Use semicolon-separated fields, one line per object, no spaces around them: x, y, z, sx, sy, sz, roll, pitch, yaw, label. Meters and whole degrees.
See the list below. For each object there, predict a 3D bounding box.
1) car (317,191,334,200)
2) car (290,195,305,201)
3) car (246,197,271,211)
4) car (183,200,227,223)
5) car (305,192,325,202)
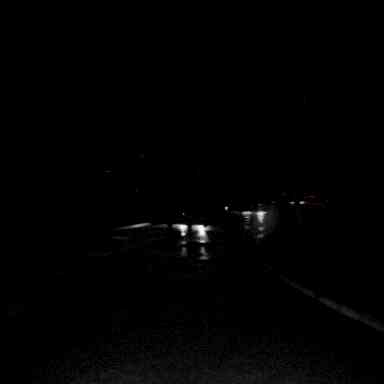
23.686;0.618;58.954;2.128;1.511;4.902;-1;0;29;car
17.627;0.828;55.146;1.994;1.385;4.181;-1;0;29;car
7.300;1.198;36.356;1.812;1.442;4.674;-1;1;29;car
1.064;1.423;24.916;1.837;1.490;4.892;-1;1;29;car
18.705;0.759;49.802;1.837;1.490;4.892;-1;0;29;car
